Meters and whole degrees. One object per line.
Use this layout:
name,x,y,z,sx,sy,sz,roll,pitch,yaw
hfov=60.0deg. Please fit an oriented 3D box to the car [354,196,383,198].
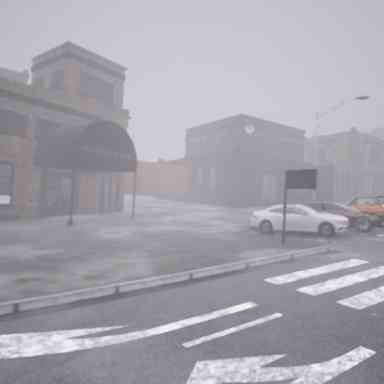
car,10.063,1.032,19.694,4.553,1.767,2.185,-1,0,35

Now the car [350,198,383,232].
car,7.642,1.244,18.024,4.792,1.488,2.163,-1,0,35

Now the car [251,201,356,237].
car,5.191,1.313,16.362,4.674,1.452,2.002,-1,0,35
